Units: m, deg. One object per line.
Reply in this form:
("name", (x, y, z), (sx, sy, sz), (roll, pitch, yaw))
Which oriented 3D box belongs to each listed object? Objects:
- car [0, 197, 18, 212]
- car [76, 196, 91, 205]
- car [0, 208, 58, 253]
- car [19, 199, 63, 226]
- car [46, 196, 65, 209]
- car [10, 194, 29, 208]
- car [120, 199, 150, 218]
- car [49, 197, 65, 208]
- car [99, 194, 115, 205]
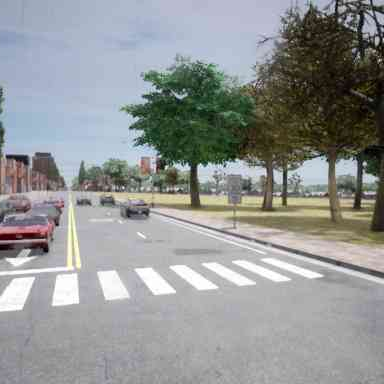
("car", (-13.612, 1.339, 22.985), (1.837, 1.490, 4.892), (0, 1, -20))
("car", (-15.463, 1.158, 47.383), (1.895, 1.301, 4.718), (0, 1, -20))
("car", (-6.582, 1.544, 13.269), (1.895, 1.301, 4.718), (0, 0, -20))
("car", (-9.621, 1.428, 21.532), (1.994, 1.385, 4.181), (0, 1, -20))
("car", (-16.538, 1.228, 40.508), (1.895, 1.301, 4.718), (0, 1, -20))
("car", (-17.104, 1.065, 32.588), (2.097, 1.767, 4.553), (0, 1, -20))
("car", (-4.863, 1.308, 27.994), (2.128, 1.511, 4.902), (0, 1, -20))
("car", (-13.048, 1.349, 30.921), (1.895, 1.301, 4.718), (0, 1, -20))
("car", (-12.380, 1.051, 48.418), (2.128, 1.511, 4.902), (0, 1, -20))
